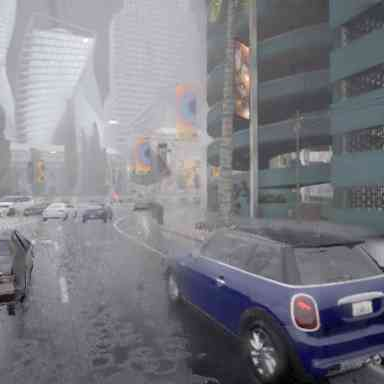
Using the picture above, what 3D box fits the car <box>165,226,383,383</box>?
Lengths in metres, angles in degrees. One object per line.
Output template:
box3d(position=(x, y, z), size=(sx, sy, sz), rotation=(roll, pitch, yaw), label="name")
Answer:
box3d(position=(1.108, 1.361, 5.761), size=(2.097, 1.767, 4.553), rotation=(0, 0, -23), label="car")

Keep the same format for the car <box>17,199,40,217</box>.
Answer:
box3d(position=(-14.920, 1.678, 33.235), size=(1.837, 1.490, 4.892), rotation=(-1, 0, 4), label="car")

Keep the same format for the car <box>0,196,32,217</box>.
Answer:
box3d(position=(-18.407, 1.414, 34.146), size=(2.150, 2.045, 5.566), rotation=(-1, 0, 5), label="car")

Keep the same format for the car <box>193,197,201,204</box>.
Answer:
box3d(position=(2.477, 1.669, 69.067), size=(4.892, 1.490, 1.837), rotation=(0, 0, -34), label="car")

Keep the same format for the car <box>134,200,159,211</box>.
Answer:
box3d(position=(-5.767, 1.717, 42.873), size=(1.994, 1.385, 4.181), rotation=(0, 0, 20), label="car")

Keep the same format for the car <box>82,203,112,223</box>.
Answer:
box3d(position=(-7.635, 1.643, 26.945), size=(1.812, 1.442, 4.674), rotation=(0, 0, -6), label="car")

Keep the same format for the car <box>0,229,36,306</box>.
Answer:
box3d(position=(-4.857, 1.595, 7.898), size=(2.033, 1.411, 5.357), rotation=(0, 0, -23), label="car")

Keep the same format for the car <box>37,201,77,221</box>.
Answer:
box3d(position=(-11.233, 1.666, 28.407), size=(1.812, 1.442, 4.674), rotation=(-1, 0, -6), label="car")
